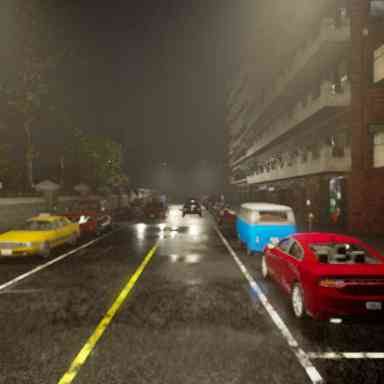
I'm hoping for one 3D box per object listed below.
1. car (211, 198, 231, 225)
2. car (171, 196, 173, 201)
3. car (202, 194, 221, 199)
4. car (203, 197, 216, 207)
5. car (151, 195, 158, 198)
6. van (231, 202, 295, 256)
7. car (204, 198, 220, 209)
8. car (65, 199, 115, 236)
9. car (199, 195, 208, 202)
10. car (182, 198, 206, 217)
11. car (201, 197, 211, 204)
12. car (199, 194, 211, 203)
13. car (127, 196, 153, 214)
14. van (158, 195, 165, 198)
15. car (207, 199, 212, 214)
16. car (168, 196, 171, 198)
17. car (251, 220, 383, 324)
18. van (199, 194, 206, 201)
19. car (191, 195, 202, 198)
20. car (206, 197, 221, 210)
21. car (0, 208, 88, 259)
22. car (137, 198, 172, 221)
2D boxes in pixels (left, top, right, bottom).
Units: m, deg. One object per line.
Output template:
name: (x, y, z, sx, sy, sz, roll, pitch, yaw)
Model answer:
car: (2.694, 1.444, 24.044, 1.967, 1.590, 4.097, 0, 0, 0)
car: (-5.684, 1.618, 85.806, 1.752, 1.417, 4.829, 0, 0, 0)
car: (2.695, 1.331, 40.934, 2.192, 1.841, 5.009, 0, 0, 0)
car: (2.694, 1.573, 52.194, 1.887, 1.381, 4.507, 0, 0, 0)
car: (-5.686, 1.457, 40.934, 1.967, 1.590, 4.097, 0, 0, 0)
van: (2.693, 1.341, 12.783, 1.690, 1.788, 3.998, 0, 0, 0)
car: (2.694, 1.572, 46.565, 2.008, 1.369, 4.403, 0, 0, 0)
car: (-5.687, 1.317, 18.414, 2.192, 1.841, 5.009, 0, 0, 0)
car: (2.696, 1.520, 80.345, 1.967, 1.590, 4.097, 0, 0, 0)
car: (0.008, 1.556, 30.994, 2.033, 1.411, 5.357, 0, 0, 0)
car: (2.695, 1.628, 63.455, 1.802, 1.307, 4.206, 0, 0, 0)
car: (2.695, 1.372, 69.084, 2.192, 1.841, 5.009, 0, 0, 0)
car: (-5.686, 1.452, 35.305, 1.967, 1.590, 4.097, 0, 0, 0)
van: (-5.686, 1.370, 52.195, 1.690, 1.788, 3.998, 0, 0, 0)
car: (2.693, 1.558, 29.674, 2.008, 1.369, 4.403, 0, 0, 0)
car: (-5.685, 1.597, 63.454, 2.008, 1.369, 4.403, 0, 0, 0)
car: (2.692, 1.544, 7.153, 1.887, 1.381, 4.507, 0, 0, 0)
van: (2.696, 1.434, 85.976, 1.690, 1.788, 3.998, 0, 0, 0)
car: (0.059, 1.528, 46.604, 1.837, 1.490, 4.892, 0, 0, 0)
car: (2.694, 1.556, 35.304, 1.887, 1.381, 4.507, 0, 0, 0)
car: (-5.687, 1.526, 12.614, 1.752, 1.417, 4.829, 0, 0, 0)
car: (-2.999, 1.526, 27.454, 1.882, 1.535, 5.008, 0, 0, 0)
